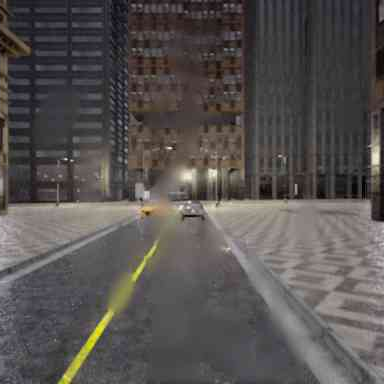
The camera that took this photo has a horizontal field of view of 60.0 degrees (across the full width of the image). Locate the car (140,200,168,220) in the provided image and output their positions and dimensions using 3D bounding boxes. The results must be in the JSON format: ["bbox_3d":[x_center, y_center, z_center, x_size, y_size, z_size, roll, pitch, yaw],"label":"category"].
[{"bbox_3d":[-3.067,1.405,27.671,1.882,1.535,5.008,0,0,0],"label":"car"}]

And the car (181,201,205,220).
[{"bbox_3d":[0.092,1.476,27.114,2.033,1.411,5.357,0,0,0],"label":"car"}]
